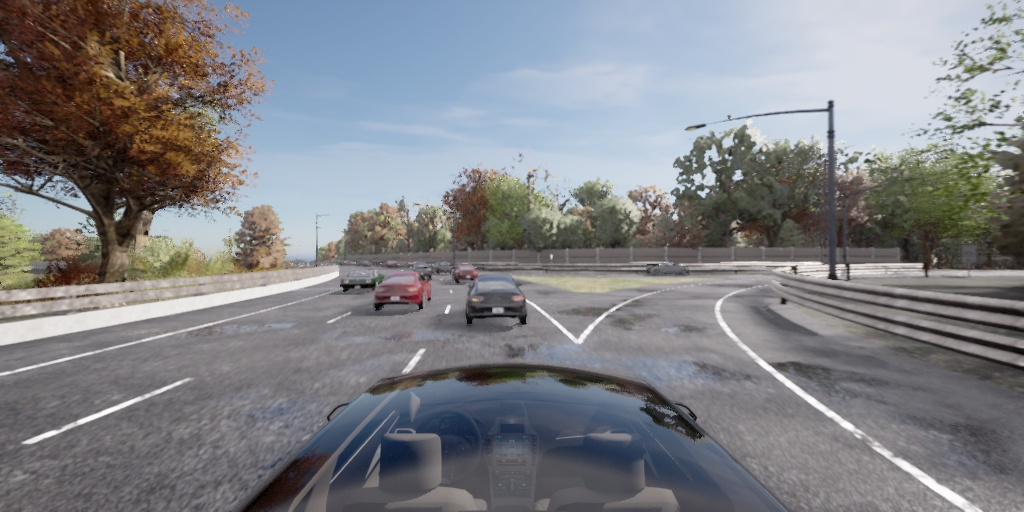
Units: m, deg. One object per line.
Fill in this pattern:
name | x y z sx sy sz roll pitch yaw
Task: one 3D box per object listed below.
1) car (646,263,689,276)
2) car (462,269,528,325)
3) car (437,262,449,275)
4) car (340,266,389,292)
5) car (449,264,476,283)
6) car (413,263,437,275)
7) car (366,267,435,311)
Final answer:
car | 16.501 1.445 38.090 4.181 1.385 1.994 0 0 9
car | -0.592 1.333 12.033 1.812 1.442 4.674 0 0 -5
car | -8.739 1.504 44.554 2.128 1.511 4.902 0 0 -22
car | -9.280 1.499 22.676 1.895 1.301 4.718 0 0 -12
car | -3.901 1.441 29.795 1.812 1.442 4.674 0 0 -14
car | -8.930 1.455 35.213 2.128 1.511 4.902 0 0 -18
car | -4.456 1.364 15.039 1.812 1.442 4.674 0 0 -8
